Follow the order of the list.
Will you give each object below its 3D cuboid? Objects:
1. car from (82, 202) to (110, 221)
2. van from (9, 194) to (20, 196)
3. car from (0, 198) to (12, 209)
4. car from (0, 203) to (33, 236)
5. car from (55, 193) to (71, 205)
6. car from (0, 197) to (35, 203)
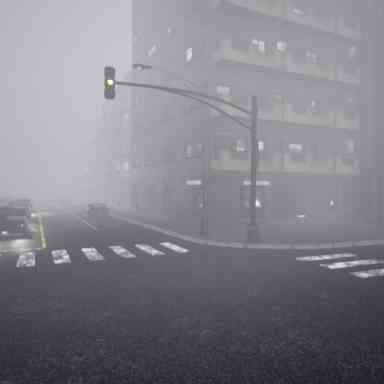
[{"bbox_3d":[-7.911,1.531,27.396,2.008,1.369,4.403,-1,0,-25],"label":"car"},{"bbox_3d":[-32.330,1.300,59.657,1.690,1.788,3.998,-1,0,-25],"label":"van"},{"bbox_3d":[-25.113,1.551,44.304,1.802,1.307,4.206,-1,0,-25],"label":"car"},{"bbox_3d":[-9.904,1.534,18.072,2.033,1.411,5.357,0,0,-25],"label":"car"},{"bbox_3d":[-22.339,1.400,58.103,1.967,1.590,4.097,-1,0,-25],"label":"car"},{"bbox_3d":[-14.118,1.472,27.087,2.128,1.511,4.902,0,0,-25],"label":"car"}]
